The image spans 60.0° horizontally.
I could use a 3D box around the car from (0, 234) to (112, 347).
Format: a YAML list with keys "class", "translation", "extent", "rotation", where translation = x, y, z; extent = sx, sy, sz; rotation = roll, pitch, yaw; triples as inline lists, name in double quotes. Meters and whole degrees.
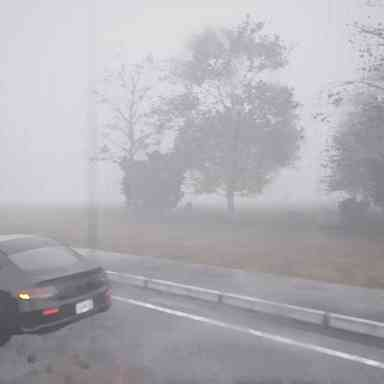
- class: "car"
  translation: [-3.517, 1.522, 6.163]
  extent: [4.674, 1.442, 1.812]
  rotation: [0, 0, 33]
